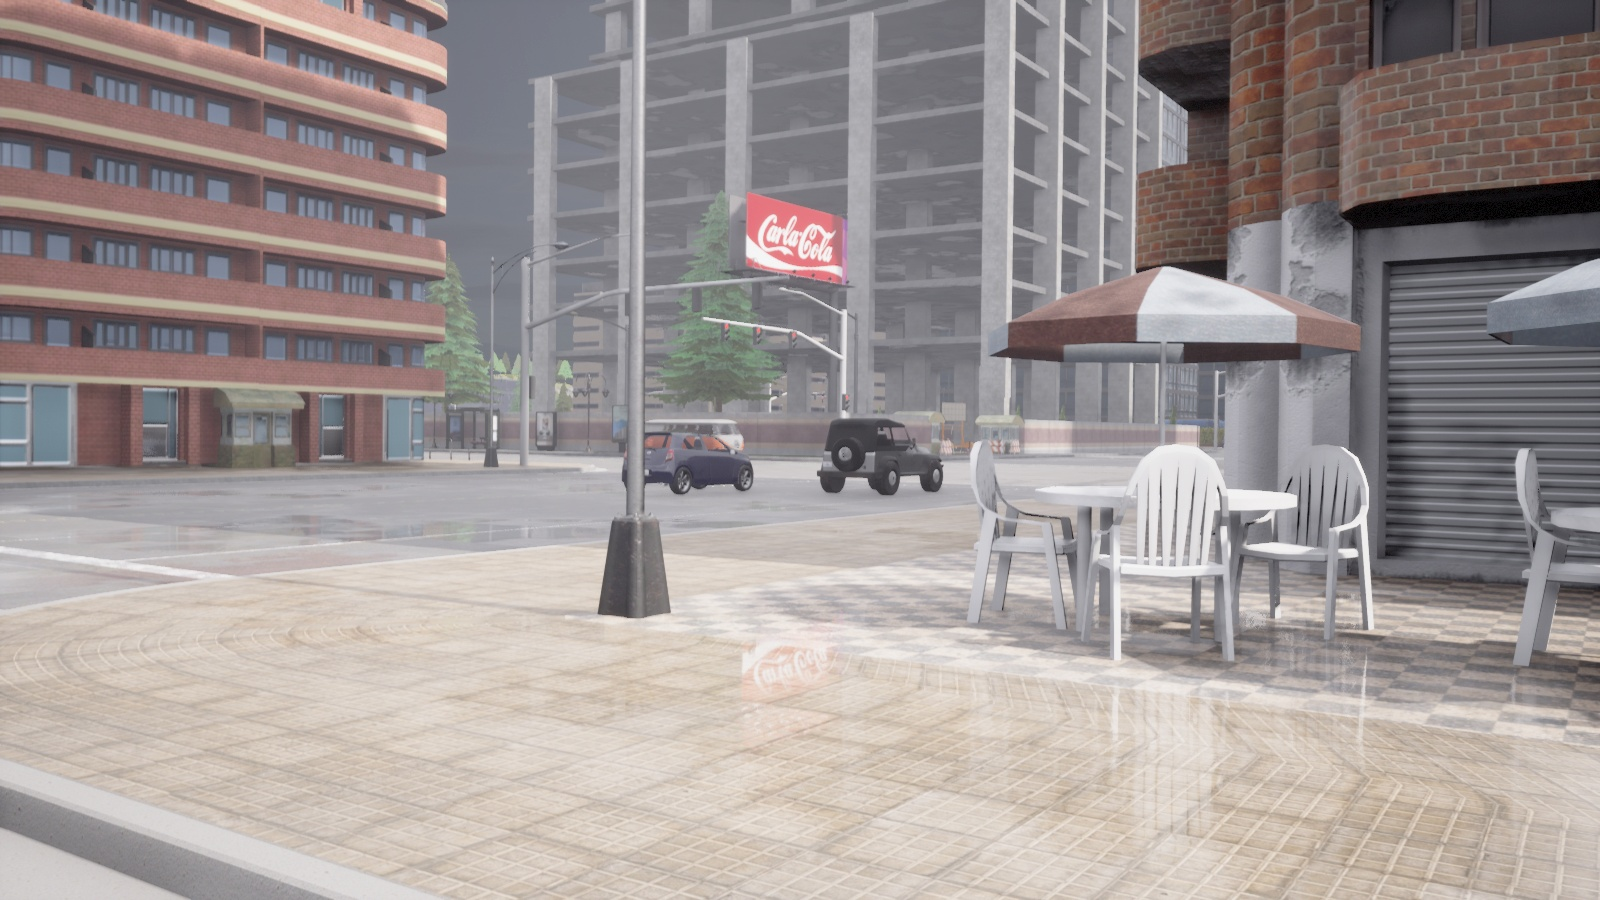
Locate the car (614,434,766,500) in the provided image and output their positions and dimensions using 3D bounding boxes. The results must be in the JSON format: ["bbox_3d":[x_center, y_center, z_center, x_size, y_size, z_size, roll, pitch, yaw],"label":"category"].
[{"bbox_3d":[-2.658,0.370,31.033,1.845,1.501,3.633,0,1,34],"label":"car"}]

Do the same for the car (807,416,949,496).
[{"bbox_3d":[2.045,0.105,31.792,1.905,1.878,3.866,0,1,34],"label":"car"}]

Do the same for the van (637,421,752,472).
[{"bbox_3d":[-4.257,-0.161,50.461,4.442,1.987,1.775,0,1,33],"label":"van"}]
